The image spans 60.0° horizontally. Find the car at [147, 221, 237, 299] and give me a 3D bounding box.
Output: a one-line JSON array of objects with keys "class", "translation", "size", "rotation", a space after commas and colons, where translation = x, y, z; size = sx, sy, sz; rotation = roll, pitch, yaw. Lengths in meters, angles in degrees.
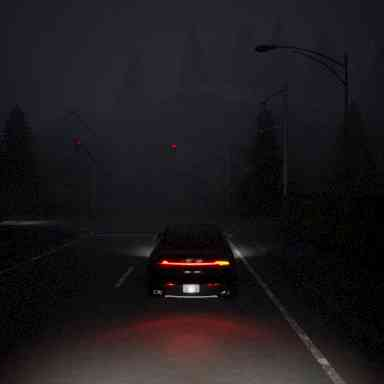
[{"class": "car", "translation": [0.026, 1.505, 8.458], "size": [1.837, 1.490, 4.892], "rotation": [0, 0, 1]}]
